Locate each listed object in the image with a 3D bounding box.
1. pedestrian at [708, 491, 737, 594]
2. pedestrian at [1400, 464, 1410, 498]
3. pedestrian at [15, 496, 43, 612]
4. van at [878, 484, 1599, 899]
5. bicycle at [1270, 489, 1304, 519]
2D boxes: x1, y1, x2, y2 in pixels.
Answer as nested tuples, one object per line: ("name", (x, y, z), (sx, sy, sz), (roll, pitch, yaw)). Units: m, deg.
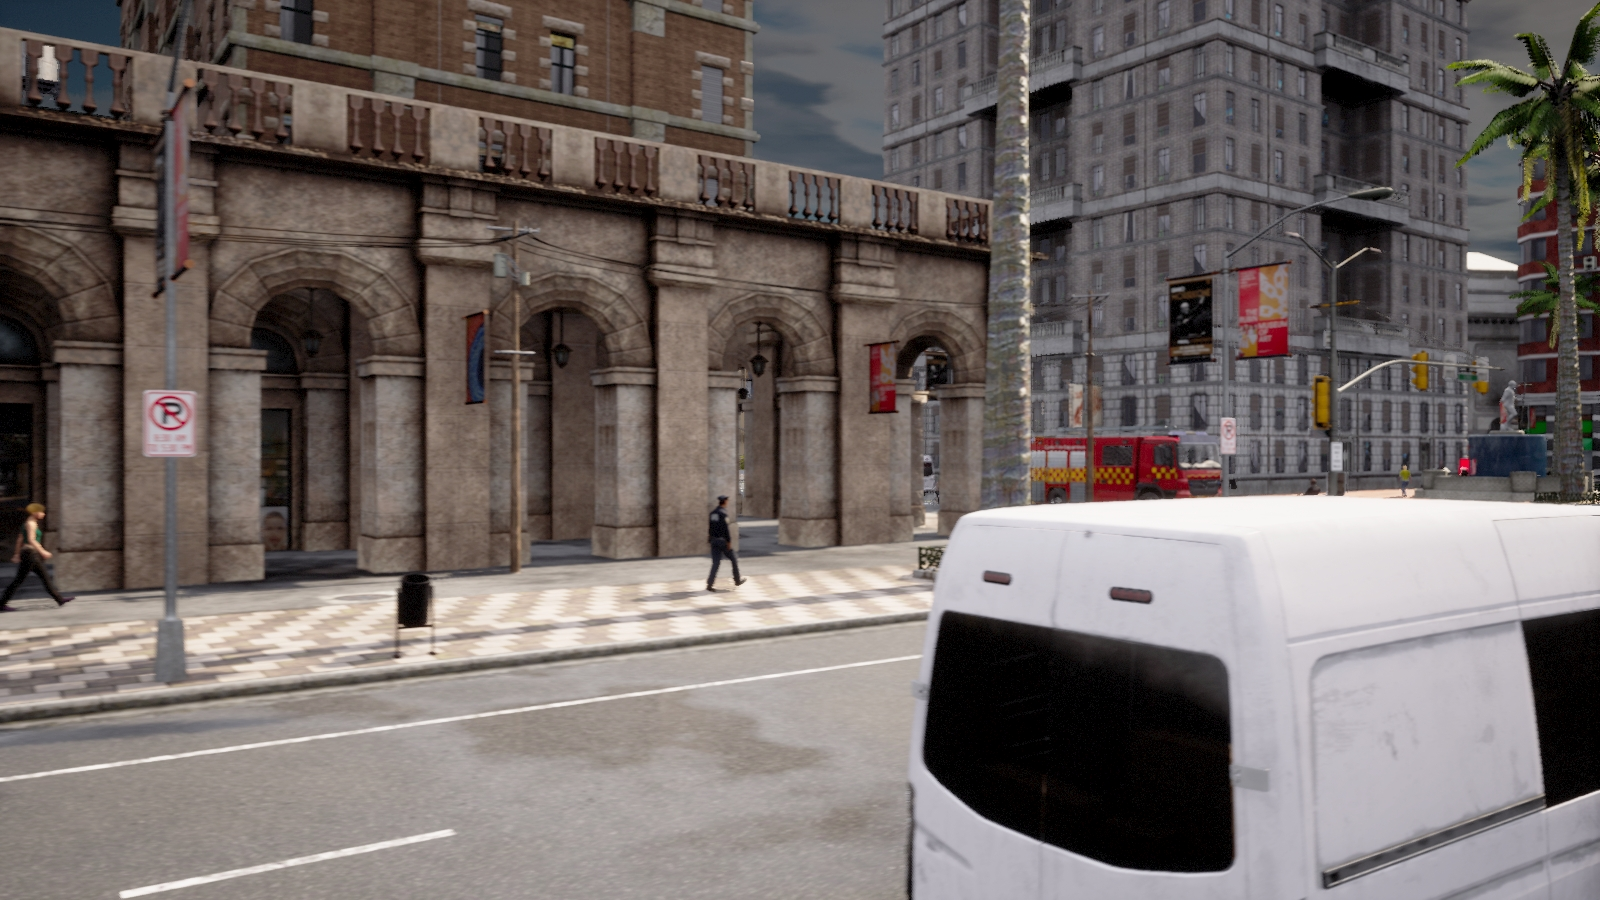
("pedestrian", (-1.437, 1.698, 21.160), (0.375, 1.860, 0.375), (0, 0, 43))
("pedestrian", (33.680, 1.705, 63.585), (0.375, 1.860, 0.375), (0, 0, 12))
("pedestrian", (-12.683, 1.698, 18.782), (0.375, 1.860, 0.375), (0, 0, -35))
("van", (3.354, 1.535, 6.093), (5.915, 2.561, 1.988), (0, 0, -35))
("bicycle", (19.994, 2.216, 46.887), (1.835, 1.171, 0.329), (0, 0, -34))
